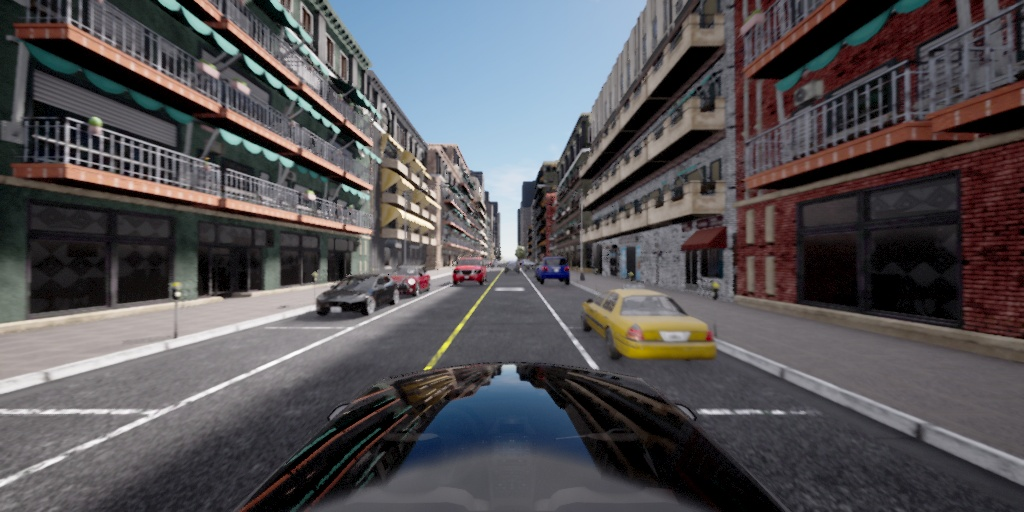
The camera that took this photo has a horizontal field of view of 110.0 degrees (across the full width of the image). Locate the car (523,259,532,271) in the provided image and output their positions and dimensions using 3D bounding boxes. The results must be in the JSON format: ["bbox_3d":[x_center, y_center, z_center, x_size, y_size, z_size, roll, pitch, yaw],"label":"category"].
[{"bbox_3d":[2.710,1.573,53.390,2.007,1.370,4.403,0,0,0],"label":"car"}]

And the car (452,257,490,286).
[{"bbox_3d":[-3.090,1.095,27.198,2.150,2.045,5.566,0,0,0],"label":"car"}]

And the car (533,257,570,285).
[{"bbox_3d":[3.116,1.105,27.815,2.150,2.045,5.566,0,0,0],"label":"car"}]

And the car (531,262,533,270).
[{"bbox_3d":[3.158,1.419,34.784,1.837,1.490,4.892,0,0,0],"label":"car"}]

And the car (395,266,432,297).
[{"bbox_3d":[-5.683,1.272,19.407,1.967,1.591,4.097,0,0,0],"label":"car"}]

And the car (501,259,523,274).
[{"bbox_3d":[0.036,1.477,45.943,2.128,1.511,4.902,0,0,1],"label":"car"}]

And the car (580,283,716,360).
[{"bbox_3d":[2.693,1.304,8.247,1.751,1.417,4.829,0,0,0],"label":"car"}]

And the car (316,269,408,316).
[{"bbox_3d":[-5.685,1.371,13.745,1.948,1.339,4.313,0,0,0],"label":"car"}]
